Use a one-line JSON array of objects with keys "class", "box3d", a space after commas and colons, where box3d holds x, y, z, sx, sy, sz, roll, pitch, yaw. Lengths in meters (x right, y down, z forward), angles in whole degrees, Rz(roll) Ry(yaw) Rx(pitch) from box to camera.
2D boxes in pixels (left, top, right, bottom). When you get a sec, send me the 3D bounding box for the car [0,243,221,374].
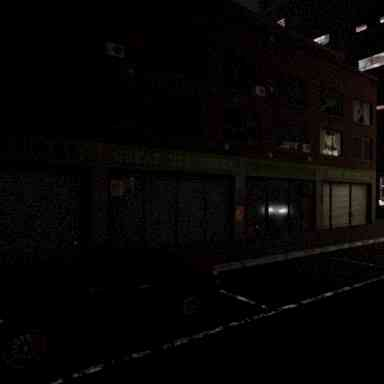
[{"class": "car", "box3d": [-1.391, 1.583, 5.575, 4.206, 1.307, 1.802, 0, 1, -36]}]
